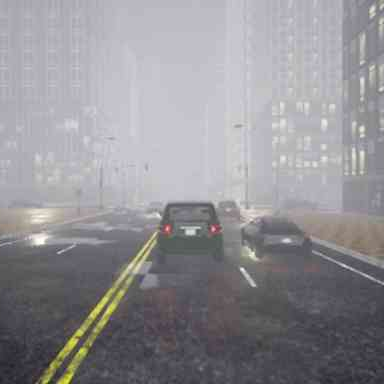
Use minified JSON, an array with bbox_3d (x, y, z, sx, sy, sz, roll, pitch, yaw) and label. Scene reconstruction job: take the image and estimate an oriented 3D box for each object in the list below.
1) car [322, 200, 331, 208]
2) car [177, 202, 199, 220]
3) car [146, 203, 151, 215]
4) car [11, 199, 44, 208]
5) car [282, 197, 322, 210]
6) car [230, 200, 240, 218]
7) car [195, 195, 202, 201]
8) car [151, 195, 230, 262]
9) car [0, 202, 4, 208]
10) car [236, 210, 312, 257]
[{"bbox_3d":[20.877,1.867,56.067,4.829,1.417,1.752,0,0,0],"label":"car"},{"bbox_3d":[-0.395,1.663,30.545,1.812,1.442,4.674,0,0,-1],"label":"car"},{"bbox_3d":[-3.879,1.716,36.623,2.033,1.411,5.357,0,0,0],"label":"car"},{"bbox_3d":[-23.519,1.689,47.543,4.313,1.339,1.947,0,0,0],"label":"car"},{"bbox_3d":[15.412,1.714,47.686,5.009,1.841,2.192,0,0,0],"label":"car"},{"bbox_3d":[2.884,1.476,28.893,2.097,1.767,4.553,0,0,-1],"label":"car"},{"bbox_3d":[1.671,1.706,93.245,1.812,1.442,4.674,0,0,-1],"label":"car"},{"bbox_3d":[-0.088,1.283,12.468,2.150,2.045,5.566,0,0,-1],"label":"car"},{"bbox_3d":[-29.204,1.663,47.578,4.206,1.307,1.802,0,0,0],"label":"car"},{"bbox_3d":[3.145,1.621,13.175,1.994,1.385,4.181,0,0,-1],"label":"car"}]
